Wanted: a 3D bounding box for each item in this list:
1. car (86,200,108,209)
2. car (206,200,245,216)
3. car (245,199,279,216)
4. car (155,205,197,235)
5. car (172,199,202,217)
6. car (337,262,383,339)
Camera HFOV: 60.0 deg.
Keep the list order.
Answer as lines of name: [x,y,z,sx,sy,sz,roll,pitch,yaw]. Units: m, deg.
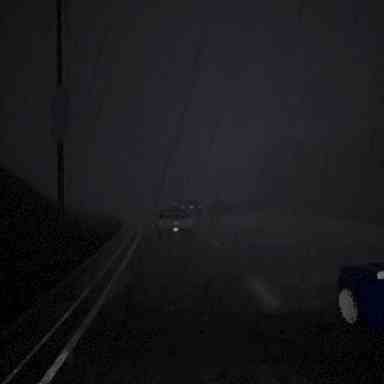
car: [-13.986,1.787,48.809,1.994,1.385,4.181,0,0,-38]
car: [2.975,1.480,32.506,1.882,1.535,5.008,0,0,-18]
car: [6.605,1.465,32.599,1.837,1.490,4.892,1,0,-18]
car: [-1.138,1.637,19.208,1.895,1.301,4.718,-1,0,-8]
car: [-0.669,1.396,31.021,2.097,1.767,4.553,-1,0,-18]
car: [3.533,1.440,3.880,1.882,1.535,5.008,0,0,-2]
